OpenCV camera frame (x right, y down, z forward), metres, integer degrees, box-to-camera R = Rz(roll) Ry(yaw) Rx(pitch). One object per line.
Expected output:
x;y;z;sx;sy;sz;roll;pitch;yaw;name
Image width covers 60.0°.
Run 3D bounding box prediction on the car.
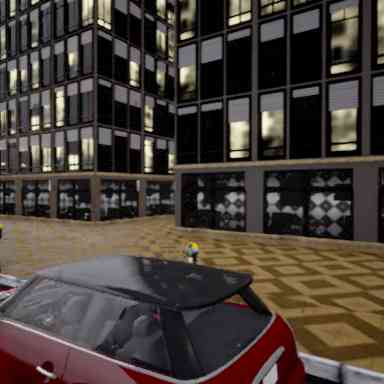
-1.038;1.418;3.548;4.097;1.590;1.967;0;1;33;car
